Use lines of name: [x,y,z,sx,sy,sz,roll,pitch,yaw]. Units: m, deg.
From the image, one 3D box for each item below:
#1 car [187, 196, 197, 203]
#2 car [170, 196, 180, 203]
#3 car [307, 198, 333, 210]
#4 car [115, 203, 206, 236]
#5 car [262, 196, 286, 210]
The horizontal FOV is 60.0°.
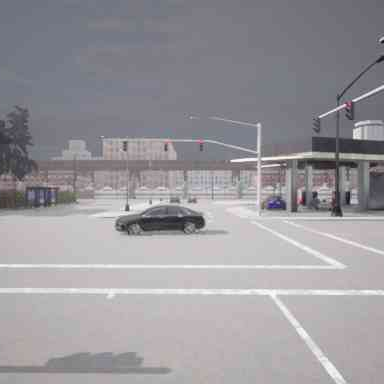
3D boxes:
car: [0.040,1.547,64.364,2.033,1.411,5.357,0,0,0]
car: [-3.358,1.491,66.287,2.128,1.511,4.902,0,0,0]
car: [15.480,1.456,40.442,1.970,1.475,3.806,0,0,0]
car: [-1.688,1.505,18.065,4.892,1.490,1.837,0,-1,-12]
car: [9.735,1.295,39.683,2.242,1.667,4.611,0,0,0]
